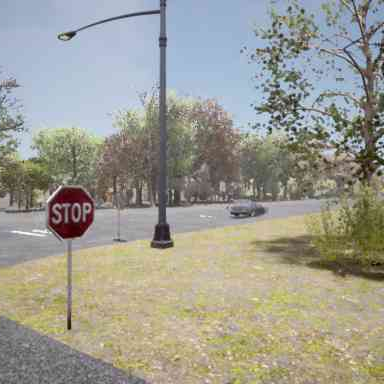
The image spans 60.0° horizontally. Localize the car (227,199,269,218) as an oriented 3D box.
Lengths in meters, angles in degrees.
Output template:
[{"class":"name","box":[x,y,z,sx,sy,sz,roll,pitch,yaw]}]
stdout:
[{"class":"car","box":[5.717,1.716,32.828,2.033,1.411,5.357,0,0,36]}]
